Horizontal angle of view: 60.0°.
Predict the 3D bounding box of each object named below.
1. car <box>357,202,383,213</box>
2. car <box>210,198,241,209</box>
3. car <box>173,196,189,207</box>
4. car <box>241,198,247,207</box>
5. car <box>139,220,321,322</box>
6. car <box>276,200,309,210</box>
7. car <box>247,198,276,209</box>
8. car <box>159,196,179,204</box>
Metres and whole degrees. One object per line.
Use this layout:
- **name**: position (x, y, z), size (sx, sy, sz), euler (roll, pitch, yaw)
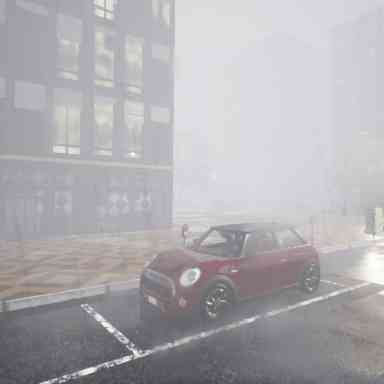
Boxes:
- **car**: position (20.992, 1.730, 37.567), size (1.947, 1.339, 4.313), euler (1, -1, -35)
- **car**: position (4.318, 1.678, 46.612), size (2.008, 1.369, 4.403), euler (1, -1, -35)
- **car**: position (-2.236, 1.733, 55.867), size (1.887, 1.381, 4.507), euler (1, -1, -35)
- **car**: position (7.883, 1.726, 56.079), size (1.967, 1.590, 4.097), euler (1, -1, -35)
- **car**: position (0.905, 1.442, 7.195), size (4.097, 1.590, 1.967), euler (0, 1, -36)
- **car**: position (14.437, 1.806, 46.822), size (1.802, 1.307, 4.206), euler (1, -1, -35)
- **car**: position (11.160, 1.800, 51.450), size (1.887, 1.381, 4.507), euler (1, -1, -35)
- **car**: position (-5.225, 1.724, 74.591), size (2.192, 1.841, 5.009), euler (1, -1, -35)
